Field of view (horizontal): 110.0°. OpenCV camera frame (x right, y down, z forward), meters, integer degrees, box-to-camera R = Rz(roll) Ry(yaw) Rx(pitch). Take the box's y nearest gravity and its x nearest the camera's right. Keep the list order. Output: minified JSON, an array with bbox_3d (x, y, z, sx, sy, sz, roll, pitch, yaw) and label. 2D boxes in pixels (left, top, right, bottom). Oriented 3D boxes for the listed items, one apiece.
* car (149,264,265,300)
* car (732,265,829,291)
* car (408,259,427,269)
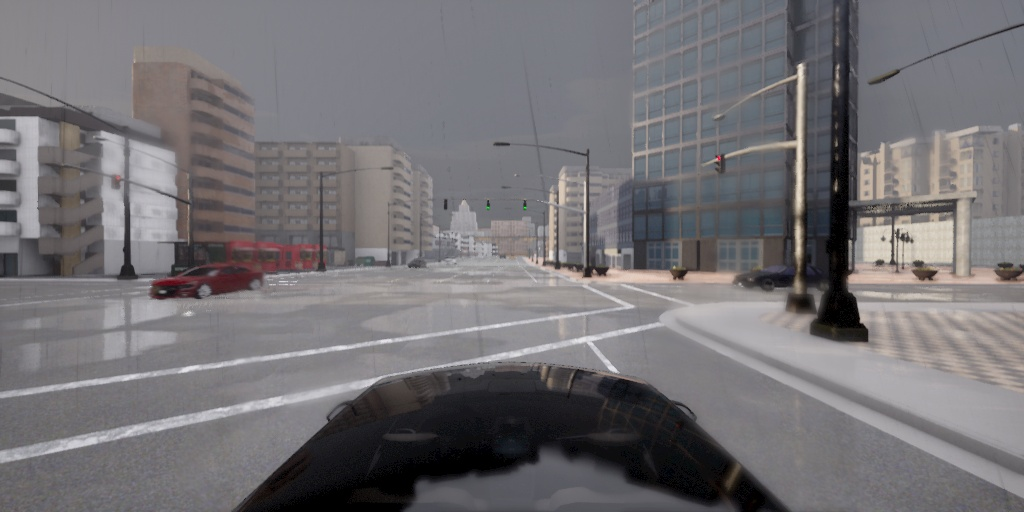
[{"bbox_3d":[-13.984,1.155,16.842,1.882,1.535,5.008,0,0,0],"label":"car"},{"bbox_3d":[15.512,1.204,20.175,5.357,1.411,2.033,0,0,1],"label":"car"},{"bbox_3d":[-14.000,1.216,53.291,1.882,1.535,5.008,0,1,0],"label":"car"}]
